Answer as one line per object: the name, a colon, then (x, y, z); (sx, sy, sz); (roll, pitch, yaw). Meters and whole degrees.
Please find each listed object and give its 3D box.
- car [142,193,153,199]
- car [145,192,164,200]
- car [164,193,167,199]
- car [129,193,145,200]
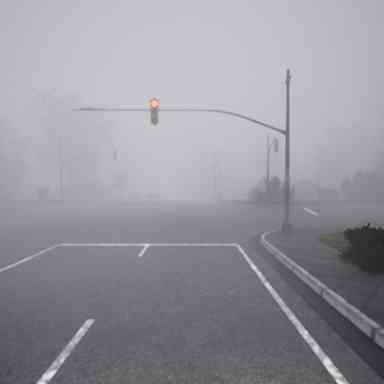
car: (-10.342, 0.959, 76.929); (1.837, 1.490, 4.892); (0, -1, 0)
car: (-6.924, 0.758, 61.982); (1.882, 1.535, 5.008); (0, -1, 1)
car: (-6.841, 0.918, 77.250); (1.882, 1.535, 5.008); (0, -1, 0)
car: (-10.421, 0.873, 61.638); (1.895, 1.301, 4.718); (0, -1, 1)
